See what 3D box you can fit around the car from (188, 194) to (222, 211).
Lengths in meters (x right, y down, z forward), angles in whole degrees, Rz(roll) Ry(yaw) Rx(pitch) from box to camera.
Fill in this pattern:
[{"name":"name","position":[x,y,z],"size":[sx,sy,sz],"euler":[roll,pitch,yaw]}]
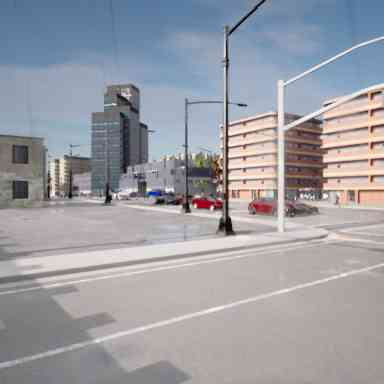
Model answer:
[{"name":"car","position":[1.962,1.217,36.894],"size":[1.882,1.535,5.008],"euler":[0,1,-34]}]

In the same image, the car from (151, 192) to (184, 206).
[{"name":"car","position":[-3.285,1.140,44.582],"size":[1.994,1.385,4.181],"euler":[0,1,-34]}]

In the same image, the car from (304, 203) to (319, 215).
[{"name":"car","position":[9.492,1.399,32.096],"size":[2.033,1.411,5.357],"euler":[0,1,-35]}]

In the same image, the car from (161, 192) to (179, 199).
[{"name":"car","position":[-4.677,0.642,71.557],"size":[1.994,1.385,4.181],"euler":[0,1,-34]}]

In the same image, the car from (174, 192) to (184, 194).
[{"name":"car","position":[-0.933,1.084,47.341],"size":[1.812,1.442,4.674],"euler":[0,1,-34]}]

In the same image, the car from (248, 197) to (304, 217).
[{"name":"car","position":[7.111,1.220,29.387],"size":[2.097,1.767,4.553],"euler":[0,1,-34]}]

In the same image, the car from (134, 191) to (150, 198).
[{"name":"car","position":[-10.043,0.513,60.810],"size":[1.812,1.442,4.674],"euler":[0,1,-34]}]

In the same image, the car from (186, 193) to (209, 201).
[{"name":"car","position":[0.964,0.940,63.321],"size":[1.895,1.301,4.718],"euler":[0,1,-34]}]

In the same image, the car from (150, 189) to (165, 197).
[{"name":"car","position":[-7.580,0.316,69.602],"size":[2.150,2.045,5.566],"euler":[0,1,-34]}]

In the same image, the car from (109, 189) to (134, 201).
[{"name":"car","position":[-12.913,0.549,58.806],"size":[2.150,2.045,5.566],"euler":[0,1,-34]}]

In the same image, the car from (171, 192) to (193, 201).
[{"name":"car","position":[-1.919,0.845,61.434],"size":[1.837,1.490,4.892],"euler":[0,1,-34]}]

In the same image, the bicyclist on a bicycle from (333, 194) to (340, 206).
[{"name":"bicyclist on a bicycle","position":[19.976,1.072,45.979],"size":[1.656,1.620,0.582],"euler":[0,1,-34]}]
